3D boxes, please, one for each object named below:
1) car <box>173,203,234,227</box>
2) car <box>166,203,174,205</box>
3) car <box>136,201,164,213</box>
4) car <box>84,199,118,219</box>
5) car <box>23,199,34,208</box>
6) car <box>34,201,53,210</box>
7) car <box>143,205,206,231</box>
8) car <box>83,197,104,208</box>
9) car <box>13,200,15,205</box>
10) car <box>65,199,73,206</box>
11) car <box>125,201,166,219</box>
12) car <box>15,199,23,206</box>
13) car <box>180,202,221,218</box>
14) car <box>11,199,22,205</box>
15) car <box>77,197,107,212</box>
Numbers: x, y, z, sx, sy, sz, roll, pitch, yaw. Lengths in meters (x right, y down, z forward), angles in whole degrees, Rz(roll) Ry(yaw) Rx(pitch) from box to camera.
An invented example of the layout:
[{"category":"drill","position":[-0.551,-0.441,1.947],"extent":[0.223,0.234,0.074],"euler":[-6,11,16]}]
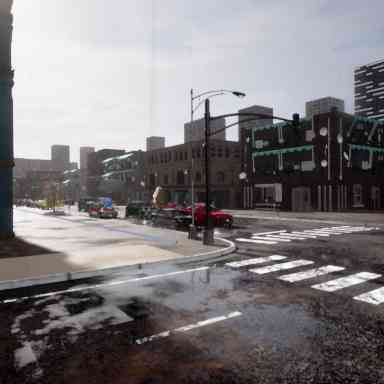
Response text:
[{"category":"car","position":[0.964,1.698,24.602],"extent":[1.882,1.535,5.008],"euler":[-1,0,-35]},{"category":"car","position":[-2.402,1.904,39.355],"extent":[1.802,1.307,4.206],"euler":[-2,0,-35]},{"category":"car","position":[-5.601,1.966,43.871],"extent":[1.802,1.307,4.206],"euler":[-1,0,-35]},{"category":"car","position":[-9.242,1.847,34.508],"extent":[1.967,1.590,4.097],"euler":[-1,0,-35]},{"category":"car","position":[-31.640,2.376,66.123],"extent":[2.008,1.369,4.403],"euler":[-1,0,-35]},{"category":"car","position":[-25.141,2.233,56.951],"extent":[1.752,1.417,4.829],"euler":[-1,0,-35]},{"category":"car","position":[-1.315,1.815,23.116],"extent":[1.947,1.339,4.313],"euler":[-1,0,-35]},{"category":"car","position":[-18.408,1.940,61.936],"extent":[2.192,1.841,5.009],"euler":[-1,0,-35]},{"category":"car","position":[-41.240,2.547,79.672],"extent":[2.008,1.369,4.403],"euler":[-1,0,-35]},{"category":"car","position":[-28.003,2.364,75.486],"extent":[1.947,1.339,4.313],"euler":[-1,0,-35]},{"category":"car","position":[-4.897,1.689,32.875],"extent":[2.097,1.767,4.553],"euler":[-1,0,-35]},{"category":"car","position":[-38.042,2.380,75.155],"extent":[1.967,1.590,4.097],"euler":[-1,0,-35]},{"category":"car","position":[0.797,1.810,34.839],"extent":[2.008,1.369,4.403],"euler":[-2,0,-35]},{"category":"car","position":[-44.439,2.598,84.188],"extent":[1.887,1.381,4.507],"euler":[-1,0,-35]},{"category":"car","position":[-14.096,1.739,45.910],"extent":[2.150,2.045,5.566],"euler":[-1,-1,-35]}]
